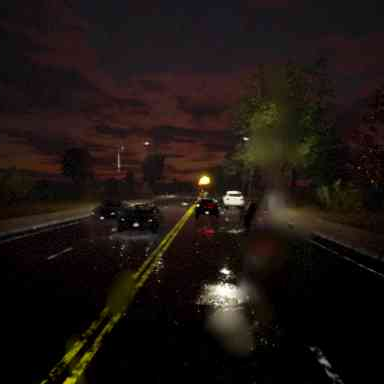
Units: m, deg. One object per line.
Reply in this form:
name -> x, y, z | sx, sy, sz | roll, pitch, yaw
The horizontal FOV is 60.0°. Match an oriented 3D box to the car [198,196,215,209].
car -> 1.876, 1.279, 41.768 | 1.994, 1.385, 4.181 | 1, 1, 3

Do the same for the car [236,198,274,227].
car -> 4.283, 1.428, 22.488 | 1.837, 1.490, 4.892 | 1, 1, 2

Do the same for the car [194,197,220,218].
car -> 1.266, 1.321, 27.833 | 1.837, 1.490, 4.892 | 1, 0, 3

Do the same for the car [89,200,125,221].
car -> -5.584, 1.250, 23.808 | 2.033, 1.411, 5.357 | 1, 0, 3

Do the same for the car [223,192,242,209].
car -> 5.122, 1.008, 41.484 | 2.150, 2.045, 5.566 | 1, 1, 2

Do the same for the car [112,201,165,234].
car -> -2.610, 1.375, 17.963 | 1.994, 1.385, 4.181 | 1, 0, 3
